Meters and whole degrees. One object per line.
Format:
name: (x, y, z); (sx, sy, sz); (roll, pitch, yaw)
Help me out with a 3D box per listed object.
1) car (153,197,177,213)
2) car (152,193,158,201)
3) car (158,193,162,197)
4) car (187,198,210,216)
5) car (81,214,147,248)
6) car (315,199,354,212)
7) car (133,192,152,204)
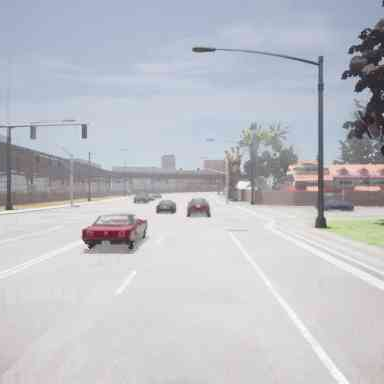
car: (-2.789, 1.553, 36.808); (1.994, 1.385, 4.181); (0, 0, 1)
car: (-9.277, 1.276, 73.120); (2.033, 1.411, 5.357); (0, 1, 1)
car: (-9.049, 1.053, 86.655); (1.994, 1.385, 4.181); (0, 1, 1)
car: (0.639, 1.344, 32.518); (2.097, 1.767, 4.553); (0, 0, 1)
car: (-3.168, 1.601, 14.656); (1.895, 1.301, 4.718); (0, 0, 1)
car: (16.776, 1.565, 39.160); (4.181, 1.385, 1.994); (0, 0, -1)
car: (-9.508, 1.082, 62.658); (2.150, 2.045, 5.566); (0, 1, 1)
